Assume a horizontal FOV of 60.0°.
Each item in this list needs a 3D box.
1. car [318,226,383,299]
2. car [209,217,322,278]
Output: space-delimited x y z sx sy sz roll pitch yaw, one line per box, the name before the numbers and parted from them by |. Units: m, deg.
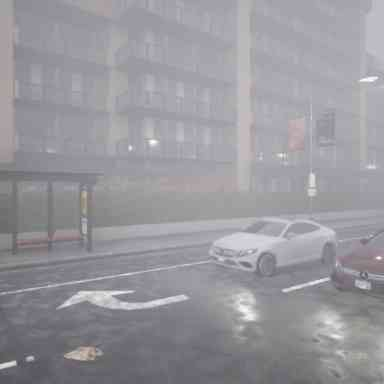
car | 5.163 1.523 7.732 4.674 1.442 1.812 0 0 -36
car | 2.673 1.523 10.251 4.674 1.442 1.812 0 0 -36
